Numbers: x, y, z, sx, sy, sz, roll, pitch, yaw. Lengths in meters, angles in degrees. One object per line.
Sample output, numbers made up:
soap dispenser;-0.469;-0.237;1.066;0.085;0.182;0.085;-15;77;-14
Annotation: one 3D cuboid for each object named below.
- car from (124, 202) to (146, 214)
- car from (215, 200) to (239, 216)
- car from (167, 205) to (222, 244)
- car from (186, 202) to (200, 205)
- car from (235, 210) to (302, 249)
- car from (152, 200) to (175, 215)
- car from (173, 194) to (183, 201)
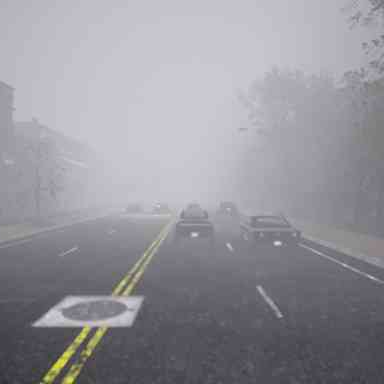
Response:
car;-6.580;1.881;38.974;1.994;1.385;4.181;0;0;0
car;3.358;1.620;32.859;2.097;1.767;4.553;0;0;0
car;0.105;1.627;16.574;2.128;1.511;4.902;0;-1;0
car;0.109;1.804;34.220;1.812;1.442;4.674;0;0;0
car;3.354;1.726;15.228;1.895;1.301;4.718;0;0;0
car;-3.331;1.870;37.620;1.994;1.385;4.181;0;0;0
car;-3.238;1.550;78.025;2.150;2.045;5.566;0;0;0
